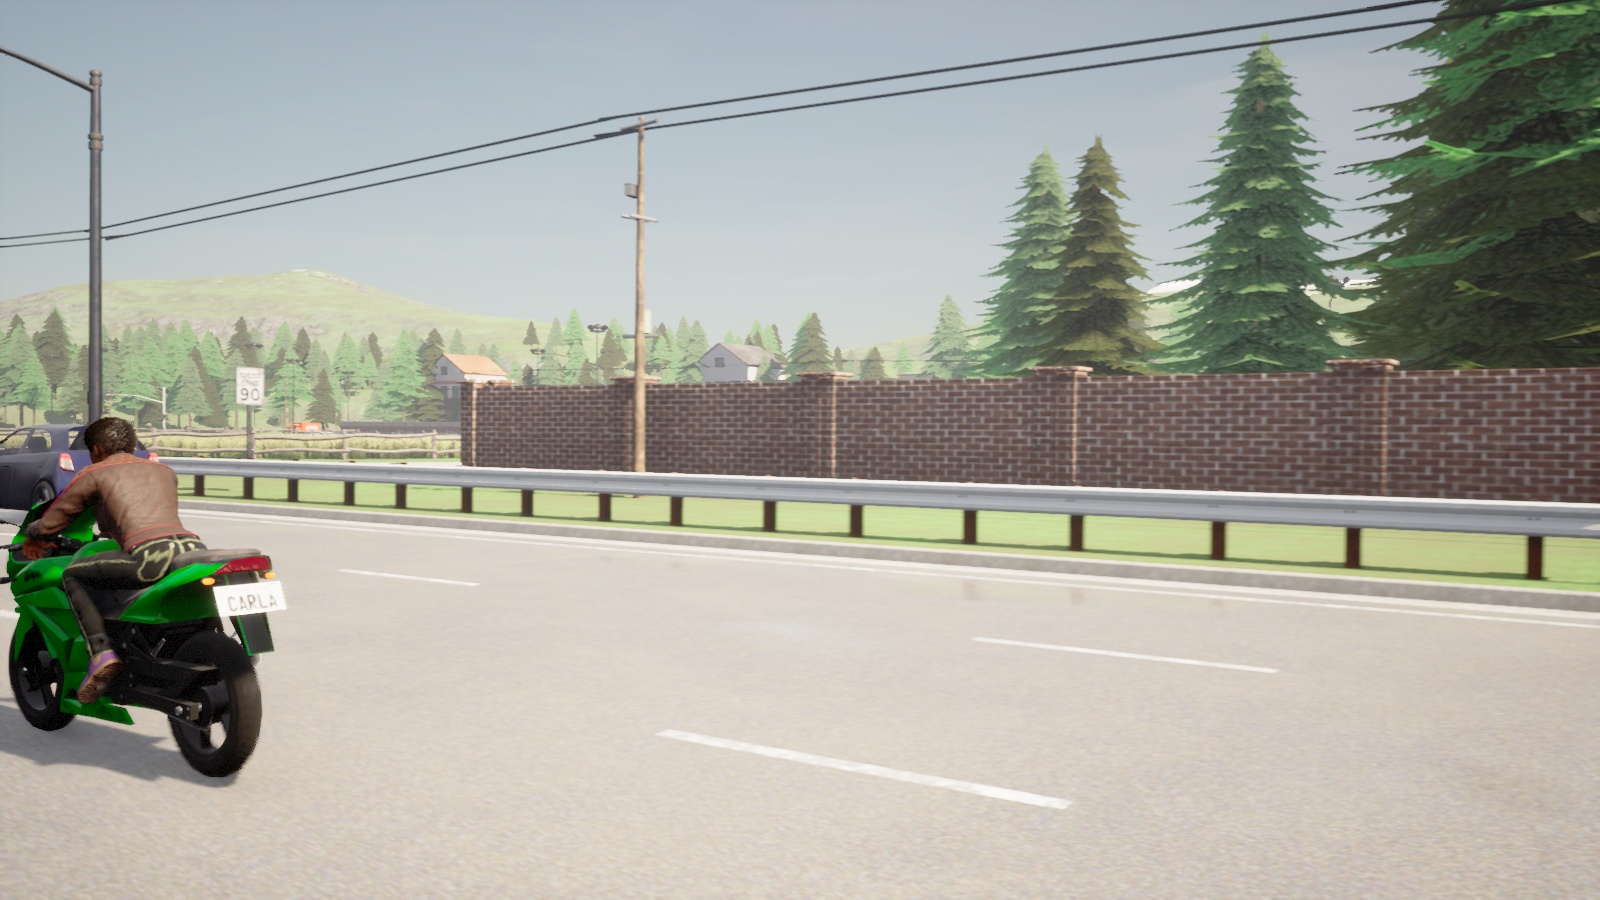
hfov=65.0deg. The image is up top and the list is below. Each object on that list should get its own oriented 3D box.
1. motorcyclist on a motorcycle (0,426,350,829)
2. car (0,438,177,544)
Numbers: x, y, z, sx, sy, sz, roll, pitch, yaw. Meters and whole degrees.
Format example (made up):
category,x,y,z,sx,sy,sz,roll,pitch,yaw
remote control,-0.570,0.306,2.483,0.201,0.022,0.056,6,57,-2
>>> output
category,x,y,z,sx,sy,sz,roll,pitch,yaw
motorcyclist on a motorcycle,-3.016,0.664,5.627,2.044,1.523,0.797,0,1,34
car,-11.752,0.581,19.833,3.633,1.501,1.845,0,1,34
